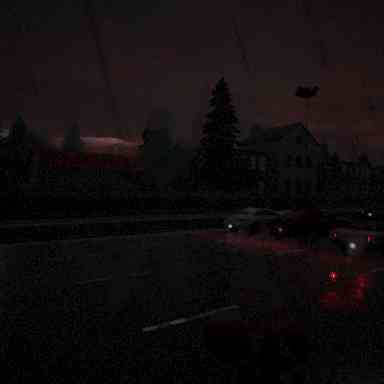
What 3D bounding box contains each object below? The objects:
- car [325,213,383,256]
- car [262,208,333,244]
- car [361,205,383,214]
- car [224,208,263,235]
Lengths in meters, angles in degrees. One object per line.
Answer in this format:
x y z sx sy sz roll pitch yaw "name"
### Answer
7.823 1.733 13.747 4.718 1.301 1.895 1 0 -35 "car"
6.103 1.613 16.815 5.008 1.535 1.882 0 0 -35 "car"
16.153 1.838 28.286 4.181 1.385 1.994 1 0 -35 "car"
3.988 1.660 19.606 4.674 1.442 1.812 0 0 -35 "car"
